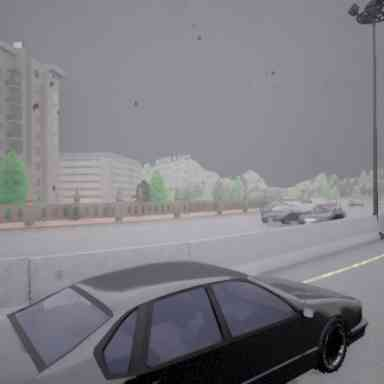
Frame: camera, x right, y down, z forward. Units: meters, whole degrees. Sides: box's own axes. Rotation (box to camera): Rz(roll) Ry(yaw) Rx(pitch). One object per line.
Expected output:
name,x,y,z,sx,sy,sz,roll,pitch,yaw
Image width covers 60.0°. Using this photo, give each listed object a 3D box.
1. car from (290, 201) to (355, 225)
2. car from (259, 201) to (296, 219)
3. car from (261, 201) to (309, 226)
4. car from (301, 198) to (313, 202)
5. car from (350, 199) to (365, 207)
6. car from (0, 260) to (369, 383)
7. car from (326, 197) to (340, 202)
car,8.647,1.613,21.736,2.128,1.511,4.902,0,-1,41
car,8.420,1.714,32.527,1.837,1.490,4.892,0,0,36
car,7.030,1.676,25.177,1.812,1.442,4.674,0,-1,40
car,24.092,1.915,69.925,2.033,1.411,5.357,0,-1,10
car,28.562,1.899,57.784,1.812,1.442,4.674,0,-1,17
car,-0.070,1.567,3.856,5.357,1.411,2.033,0,0,-37
car,25.859,1.774,61.172,2.097,1.767,4.553,-1,-1,16
